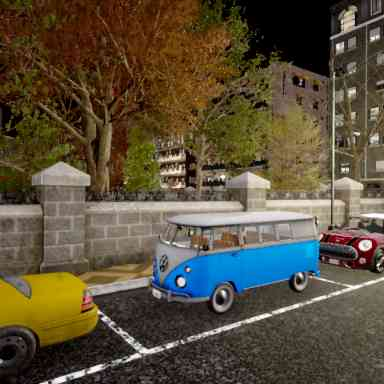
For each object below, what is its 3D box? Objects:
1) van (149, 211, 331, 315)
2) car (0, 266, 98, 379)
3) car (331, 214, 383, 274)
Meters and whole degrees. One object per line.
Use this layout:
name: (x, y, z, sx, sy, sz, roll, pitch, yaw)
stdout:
van: (1.069, 1.343, 7.305, 3.998, 1.788, 1.690, 0, 1, -35)
car: (-3.643, 1.525, 3.951, 4.829, 1.417, 1.752, 0, 1, -35)
car: (5.640, 1.444, 10.563, 4.097, 1.590, 1.967, 0, 1, -35)
